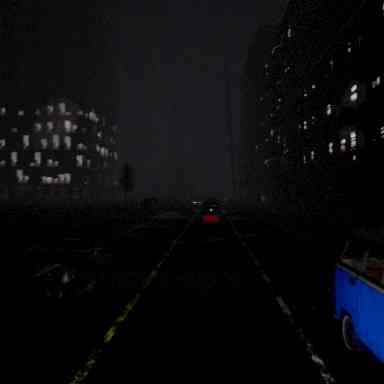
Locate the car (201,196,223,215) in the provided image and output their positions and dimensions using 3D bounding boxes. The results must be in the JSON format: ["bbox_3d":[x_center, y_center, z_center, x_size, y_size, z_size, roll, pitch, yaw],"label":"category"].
[{"bbox_3d":[1.976,1.459,34.060,1.837,1.490,4.892,1,0,4],"label":"car"}]

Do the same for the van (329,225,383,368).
[{"bbox_3d":[2.828,1.369,3.448,1.690,1.788,3.998,1,0,3],"label":"van"}]

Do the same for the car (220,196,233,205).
[{"bbox_3d":[6.057,1.522,58.681,2.008,1.369,4.403,1,0,3],"label":"car"}]

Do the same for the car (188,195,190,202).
[{"bbox_3d":[-1.985,1.412,64.693,2.008,1.369,4.403,1,0,3],"label":"car"}]

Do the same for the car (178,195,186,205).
[{"bbox_3d":[-2.632,1.418,53.647,2.008,1.369,4.403,1,0,3],"label":"car"}]

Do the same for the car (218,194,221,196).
[{"bbox_3d":[2.813,1.421,48.424,1.882,1.535,5.008,1,0,4],"label":"car"}]

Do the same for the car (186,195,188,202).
[{"bbox_3d":[-2.307,1.304,59.170,1.967,1.590,4.097,1,0,3],"label":"car"}]

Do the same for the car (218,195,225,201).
[{"bbox_3d":[7.672,1.545,86.296,1.802,1.307,4.206,1,0,3],"label":"car"}]

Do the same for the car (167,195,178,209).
[{"bbox_3d":[-3.287,1.401,42.431,1.752,1.417,4.829,1,0,3],"label":"car"}]

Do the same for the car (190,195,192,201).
[{"bbox_3d":[-1.662,1.403,70.216,1.887,1.381,4.507,1,0,3],"label":"car"}]

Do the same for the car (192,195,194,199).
[{"bbox_3d":[-1.025,1.382,81.093,1.752,1.417,4.829,1,0,3],"label":"car"}]

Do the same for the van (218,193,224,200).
[{"bbox_3d":[7.998,1.305,91.819,1.690,1.788,3.998,1,0,3],"label":"van"}]

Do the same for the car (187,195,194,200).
[{"bbox_3d":[-0.370,1.439,92.310,1.802,1.307,4.206,1,0,3],"label":"car"}]

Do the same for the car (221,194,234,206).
[{"bbox_3d":[5.734,1.525,53.157,2.008,1.369,4.403,1,0,3],"label":"car"}]

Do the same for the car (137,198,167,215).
[{"bbox_3d":[-3.924,1.326,31.553,1.967,1.590,4.097,1,0,3],"label":"car"}]
